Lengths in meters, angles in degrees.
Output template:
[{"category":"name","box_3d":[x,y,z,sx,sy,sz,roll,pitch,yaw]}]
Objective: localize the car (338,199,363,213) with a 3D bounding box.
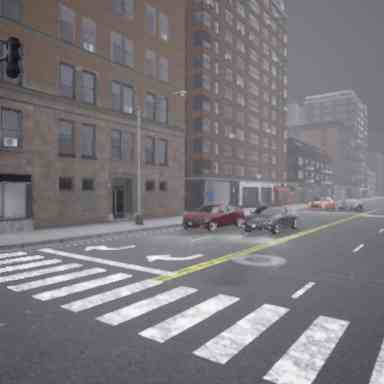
[{"category":"car","box_3d":[17.883,1.493,37.290,1.812,1.442,4.674,0,0,36]}]

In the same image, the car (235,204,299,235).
[{"category":"car","box_3d":[4.549,1.473,18.886,1.837,1.490,4.892,0,0,36]}]

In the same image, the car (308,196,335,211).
[{"category":"car","box_3d":[15.240,1.307,39.180,2.097,1.767,4.553,0,0,36]}]

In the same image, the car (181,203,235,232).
[{"category":"car","box_3d":[1.352,1.436,20.011,1.882,1.535,5.008,0,0,36]}]
